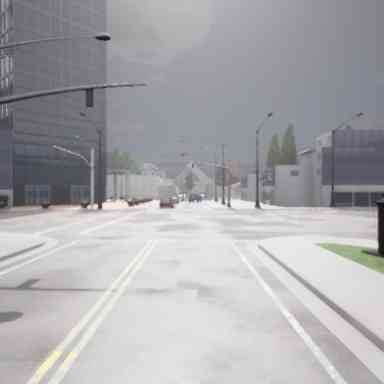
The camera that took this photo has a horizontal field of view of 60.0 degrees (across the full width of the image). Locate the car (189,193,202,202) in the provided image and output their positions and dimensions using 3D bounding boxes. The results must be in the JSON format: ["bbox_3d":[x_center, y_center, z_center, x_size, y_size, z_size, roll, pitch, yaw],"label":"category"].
[{"bbox_3d":[0.755,1.287,77.167,2.150,2.045,5.566,0,0,12],"label":"car"}]

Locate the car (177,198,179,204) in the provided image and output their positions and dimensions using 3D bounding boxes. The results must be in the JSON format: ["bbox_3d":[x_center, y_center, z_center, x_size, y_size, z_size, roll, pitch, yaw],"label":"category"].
[{"bbox_3d":[-3.506,1.633,63.864,1.994,1.385,4.181,0,0,0],"label":"car"}]

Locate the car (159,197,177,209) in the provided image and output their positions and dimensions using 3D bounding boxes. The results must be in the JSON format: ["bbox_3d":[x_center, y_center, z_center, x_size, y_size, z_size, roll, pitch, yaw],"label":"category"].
[{"bbox_3d":[-3.565,1.524,47.417,1.882,1.535,5.008,0,0,0],"label":"car"}]
